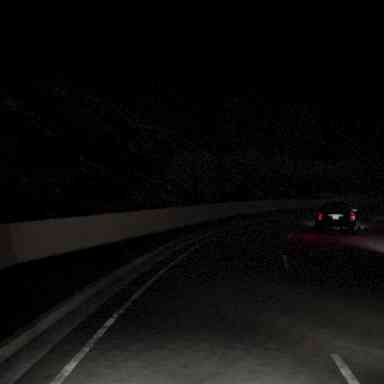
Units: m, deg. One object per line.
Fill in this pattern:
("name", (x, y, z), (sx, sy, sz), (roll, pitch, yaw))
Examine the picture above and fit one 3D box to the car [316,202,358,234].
("car", (8.564, 1.381, 19.643), (2.097, 1.767, 4.553), (0, 0, 25))
